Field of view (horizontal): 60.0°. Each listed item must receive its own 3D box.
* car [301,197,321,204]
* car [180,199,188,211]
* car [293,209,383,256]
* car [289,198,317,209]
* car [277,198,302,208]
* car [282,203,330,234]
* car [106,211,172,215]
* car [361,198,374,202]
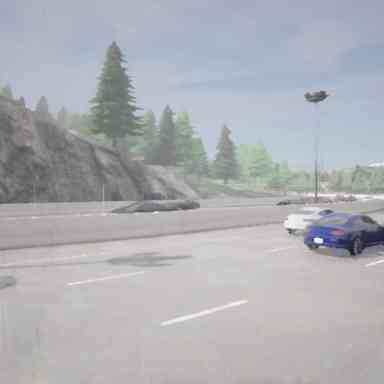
[{"bbox_3d":[15.697,1.374,41.203,2.097,1.767,4.553,0,0,44],"label":"car"},{"bbox_3d":[-1.089,1.555,39.399,4.902,1.511,2.128,0,0,-43],"label":"car"},{"bbox_3d":[6.227,1.530,13.097,4.674,1.442,1.812,0,0,-39],"label":"car"},{"bbox_3d":[15.378,1.537,45.949,1.837,1.490,4.892,0,-1,43],"label":"car"},{"bbox_3d":[14.891,1.640,50.612,1.895,1.301,4.718,0,0,42],"label":"car"},{"bbox_3d":[6.924,1.536,18.225,4.674,1.442,1.812,0,0,-40],"label":"car"},{"bbox_3d":[-3.589,1.523,23.403,5.008,1.535,1.882,0,0,-39],"label":"car"},{"bbox_3d":[32.754,1.534,61.737,1.812,1.442,4.674,0,0,37],"label":"car"}]
